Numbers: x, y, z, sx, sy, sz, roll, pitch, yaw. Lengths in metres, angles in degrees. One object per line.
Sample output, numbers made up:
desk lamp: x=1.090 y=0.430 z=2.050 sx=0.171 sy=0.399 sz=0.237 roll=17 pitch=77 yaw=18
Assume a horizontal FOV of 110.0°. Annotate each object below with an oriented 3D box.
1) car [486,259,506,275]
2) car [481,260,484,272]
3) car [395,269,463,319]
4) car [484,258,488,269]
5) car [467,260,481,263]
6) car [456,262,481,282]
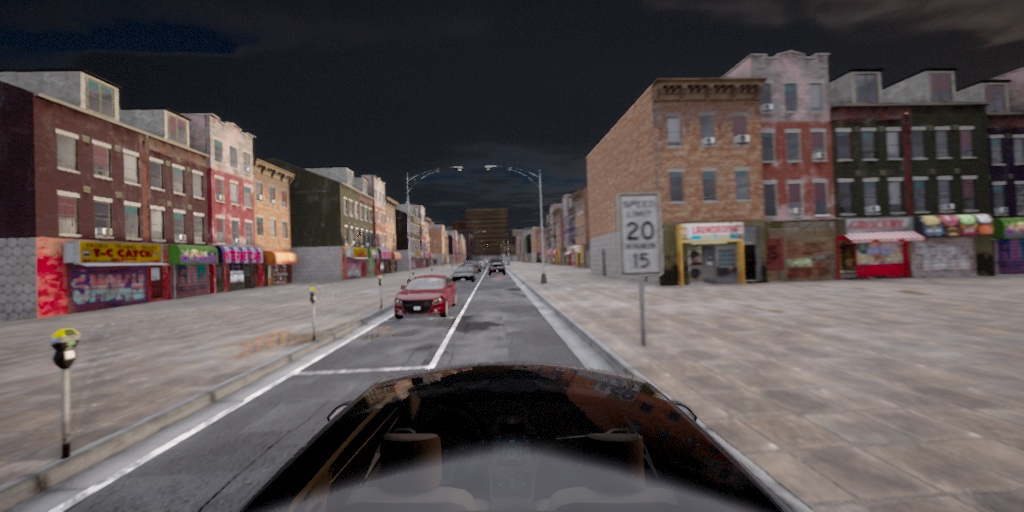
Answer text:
car: x=-1.700 y=1.325 z=40.512 sx=1.837 sy=1.490 sz=4.892 roll=-2 pitch=0 yaw=-3
car: x=-5.143 y=1.306 z=47.594 sx=2.097 sy=1.767 sz=4.553 roll=-2 pitch=0 yaw=-3
car: x=-3.081 y=1.394 z=13.492 sx=1.888 sy=1.381 sz=4.507 roll=0 pitch=0 yaw=-3
car: x=-5.513 y=1.563 z=62.873 sx=2.007 sy=1.370 sz=4.403 roll=0 pitch=0 yaw=-3
car: x=-4.829 y=1.453 z=40.630 sx=1.812 sy=1.442 sz=4.674 roll=-2 pitch=0 yaw=-3
car: x=-3.892 y=1.446 z=29.952 sx=1.948 sy=1.339 sz=4.313 roll=0 pitch=0 yaw=-3
